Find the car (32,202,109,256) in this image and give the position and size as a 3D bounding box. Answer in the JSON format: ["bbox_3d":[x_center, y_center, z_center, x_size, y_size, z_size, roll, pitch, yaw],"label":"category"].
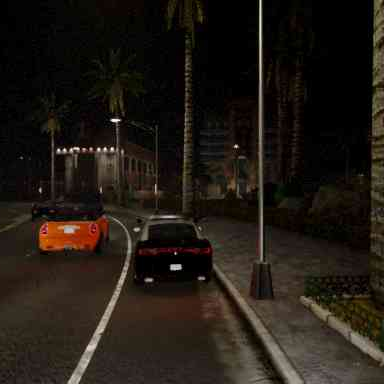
[{"bbox_3d":[-4.553,1.349,13.390,2.097,1.767,4.553,0,0,-10],"label":"car"}]

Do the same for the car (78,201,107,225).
[{"bbox_3d":[-7.686,1.520,25.393,1.812,1.442,4.674,0,0,-20],"label":"car"}]

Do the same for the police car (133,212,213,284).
[{"bbox_3d":[-0.678,1.424,9.770,1.930,1.638,5.238,0,0,-7],"label":"police car"}]
